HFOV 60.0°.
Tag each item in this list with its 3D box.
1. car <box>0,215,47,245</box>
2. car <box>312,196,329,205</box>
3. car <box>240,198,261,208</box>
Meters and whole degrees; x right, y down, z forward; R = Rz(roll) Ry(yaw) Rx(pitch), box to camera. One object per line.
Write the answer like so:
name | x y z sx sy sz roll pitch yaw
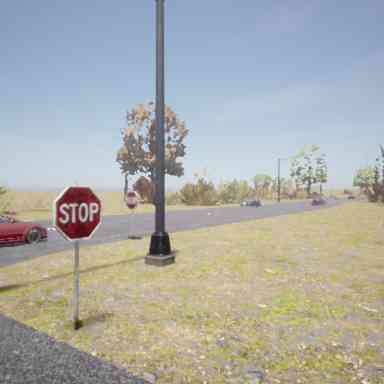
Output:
car | -8.408 1.597 14.066 1.994 1.385 4.181 0 0 35
car | 24.314 1.559 63.342 2.097 1.767 4.553 0 0 28
car | 9.249 1.661 52.110 2.128 1.511 4.902 0 0 35
